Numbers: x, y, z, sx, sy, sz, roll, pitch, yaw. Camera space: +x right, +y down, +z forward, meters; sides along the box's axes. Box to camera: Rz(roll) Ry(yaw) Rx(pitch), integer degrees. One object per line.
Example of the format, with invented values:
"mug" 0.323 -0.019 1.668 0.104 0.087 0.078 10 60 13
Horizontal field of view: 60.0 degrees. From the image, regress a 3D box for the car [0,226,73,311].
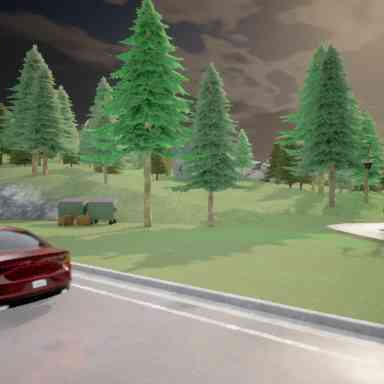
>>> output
"car" -4.731 1.481 7.370 5.008 1.535 1.882 0 0 36
